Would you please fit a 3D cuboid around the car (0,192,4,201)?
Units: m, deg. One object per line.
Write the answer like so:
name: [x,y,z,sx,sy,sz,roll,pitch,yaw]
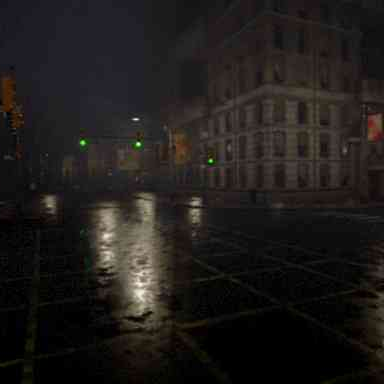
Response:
car: [-24.124,0.445,40.339,1.994,1.385,4.181,-2,2,-24]
